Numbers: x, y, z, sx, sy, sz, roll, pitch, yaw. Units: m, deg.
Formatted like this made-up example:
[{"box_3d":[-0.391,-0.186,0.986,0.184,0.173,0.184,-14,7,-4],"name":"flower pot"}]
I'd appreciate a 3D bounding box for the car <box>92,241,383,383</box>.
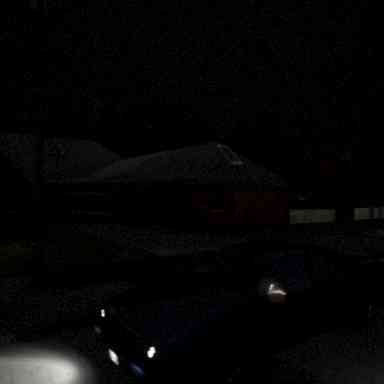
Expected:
[{"box_3d":[1.256,1.569,5.457,5.357,1.411,2.033,0,0,-35],"name":"car"}]
